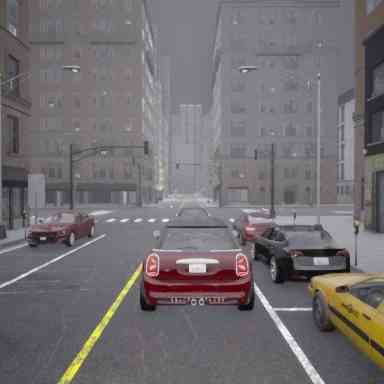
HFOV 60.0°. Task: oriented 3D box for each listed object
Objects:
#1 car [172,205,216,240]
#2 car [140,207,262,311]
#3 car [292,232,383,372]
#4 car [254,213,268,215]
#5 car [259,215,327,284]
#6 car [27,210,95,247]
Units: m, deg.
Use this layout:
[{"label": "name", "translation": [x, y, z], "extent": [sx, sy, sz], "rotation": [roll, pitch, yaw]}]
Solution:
[{"label": "car", "translation": [0.064, 1.541, 18.159], "extent": [2.033, 1.411, 5.357], "rotation": [0, 0, 0]}, {"label": "car", "translation": [0.086, 1.349, 7.920], "extent": [2.097, 1.767, 4.553], "rotation": [0, 0, 0]}, {"label": "car", "translation": [2.859, 1.524, 4.000], "extent": [1.752, 1.417, 4.829], "rotation": [-1, 0, 0]}, {"label": "car", "translation": [2.839, 1.576, 15.002], "extent": [1.802, 1.307, 4.206], "rotation": [-1, 0, 0]}, {"label": "car", "translation": [2.849, 1.562, 9.416], "extent": [1.947, 1.339, 4.313], "rotation": [-1, 0, 0]}, {"label": "car", "translation": [-5.707, 1.539, 14.983], "extent": [1.887, 1.381, 4.507], "rotation": [-1, 0, 0]}]
